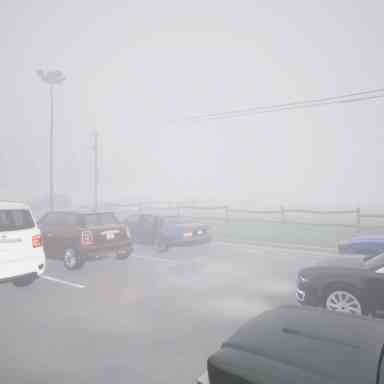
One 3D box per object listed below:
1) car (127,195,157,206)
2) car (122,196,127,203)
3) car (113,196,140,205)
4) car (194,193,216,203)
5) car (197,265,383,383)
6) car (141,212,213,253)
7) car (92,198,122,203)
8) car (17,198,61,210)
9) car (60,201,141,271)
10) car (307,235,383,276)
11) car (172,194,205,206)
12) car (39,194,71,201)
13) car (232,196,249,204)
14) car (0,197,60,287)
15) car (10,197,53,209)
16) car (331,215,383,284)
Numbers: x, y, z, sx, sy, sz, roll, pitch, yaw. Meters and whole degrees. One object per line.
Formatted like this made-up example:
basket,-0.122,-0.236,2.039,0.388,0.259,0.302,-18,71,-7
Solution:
car,-7.749,1.351,53.784,2.097,1.767,4.553,0,0,36
car,-10.831,1.504,55.495,1.837,1.490,4.892,0,0,36
car,-11.774,1.504,60.118,1.837,1.490,4.892,0,0,36
car,3.098,1.351,68.489,2.097,1.767,4.553,0,0,36
car,2.378,1.601,2.295,4.718,1.301,1.895,0,0,36
car,-1.740,1.547,13.782,5.357,1.411,2.033,0,0,36
car,-10.722,1.601,37.753,1.895,1.301,4.718,0,0,35
car,-19.755,1.505,43.145,1.837,1.490,4.892,0,0,35
car,-4.176,1.352,11.222,4.553,1.767,2.097,0,0,36
car,4.188,1.505,5.303,4.892,1.490,1.837,0,0,35
car,-0.522,1.507,51.813,1.837,1.490,4.892,0,-1,36
car,-17.387,1.221,40.430,2.150,2.045,5.566,0,0,35
car,9.736,1.525,65.743,1.812,1.442,4.674,0,0,37
car,-5.845,1.221,8.109,5.566,2.045,2.150,0,0,36
car,-22.075,1.491,45.925,2.128,1.511,4.902,0,0,35
car,6.260,1.478,8.127,5.008,1.535,1.882,0,0,36
